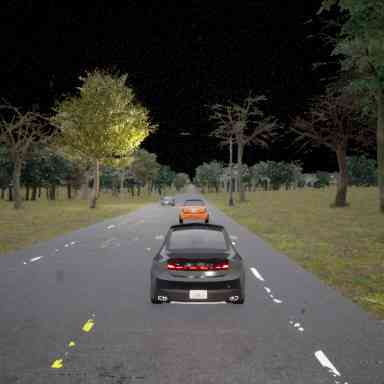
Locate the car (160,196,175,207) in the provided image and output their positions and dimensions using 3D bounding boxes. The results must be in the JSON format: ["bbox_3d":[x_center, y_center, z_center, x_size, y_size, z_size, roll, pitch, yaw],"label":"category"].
[{"bbox_3d":[-3.460,1.343,48.104,2.128,1.511,4.902,0,0,1],"label":"car"}]

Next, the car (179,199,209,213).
[{"bbox_3d":[0.149,1.321,25.050,2.097,1.767,4.553,0,0,0],"label":"car"}]

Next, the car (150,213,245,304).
[{"bbox_3d":[0.116,1.502,8.112,1.837,1.490,4.892,0,0,0],"label":"car"}]
